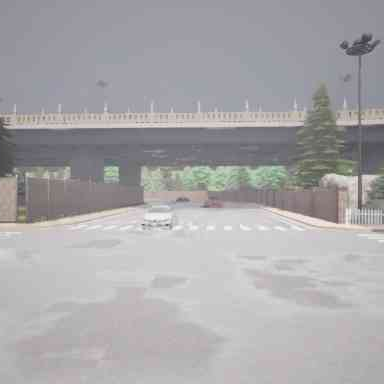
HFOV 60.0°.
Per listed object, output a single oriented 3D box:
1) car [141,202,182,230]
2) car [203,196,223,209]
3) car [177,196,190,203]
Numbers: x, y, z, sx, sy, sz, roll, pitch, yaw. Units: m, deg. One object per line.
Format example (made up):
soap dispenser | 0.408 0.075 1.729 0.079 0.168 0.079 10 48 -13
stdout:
car | -1.972 1.572 21.206 1.812 1.442 4.674 0 0 4
car | 2.907 1.327 46.135 2.097 1.767 4.553 0 0 -7
car | -1.796 1.580 70.617 1.994 1.385 4.181 0 0 -20
